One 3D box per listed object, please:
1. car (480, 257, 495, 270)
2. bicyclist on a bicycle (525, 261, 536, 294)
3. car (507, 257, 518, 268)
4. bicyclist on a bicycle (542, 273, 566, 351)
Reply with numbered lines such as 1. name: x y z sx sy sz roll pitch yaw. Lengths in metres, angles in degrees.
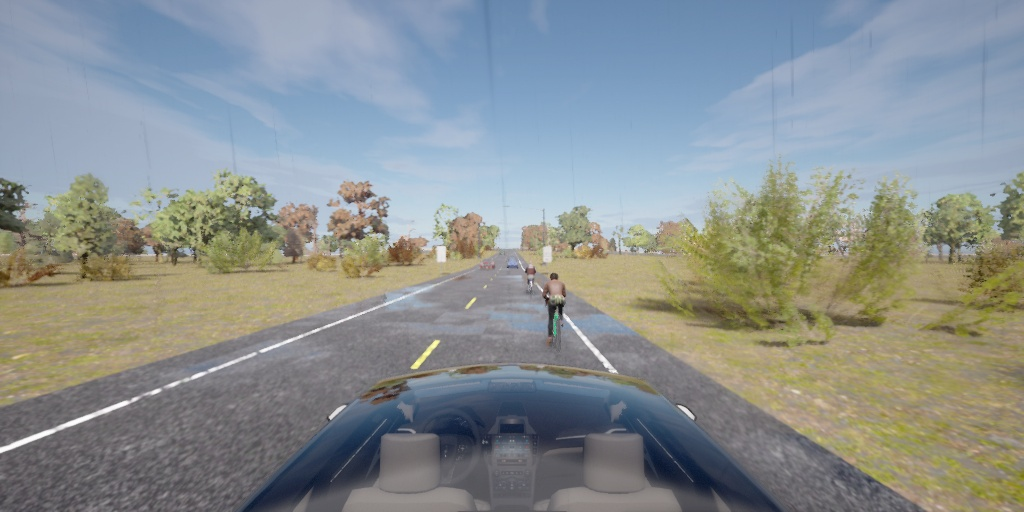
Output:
1. car: -3.578 1.103 53.028 2.097 1.767 4.553 0 0 0
2. bicyclist on a bicycle: 0.964 1.128 18.690 0.659 1.776 1.843 0 0 0
3. car: 0.107 1.227 59.647 2.033 1.411 5.357 0 1 0
4. bicyclist on a bicycle: 0.963 1.206 8.042 0.582 1.620 1.656 0 0 0
